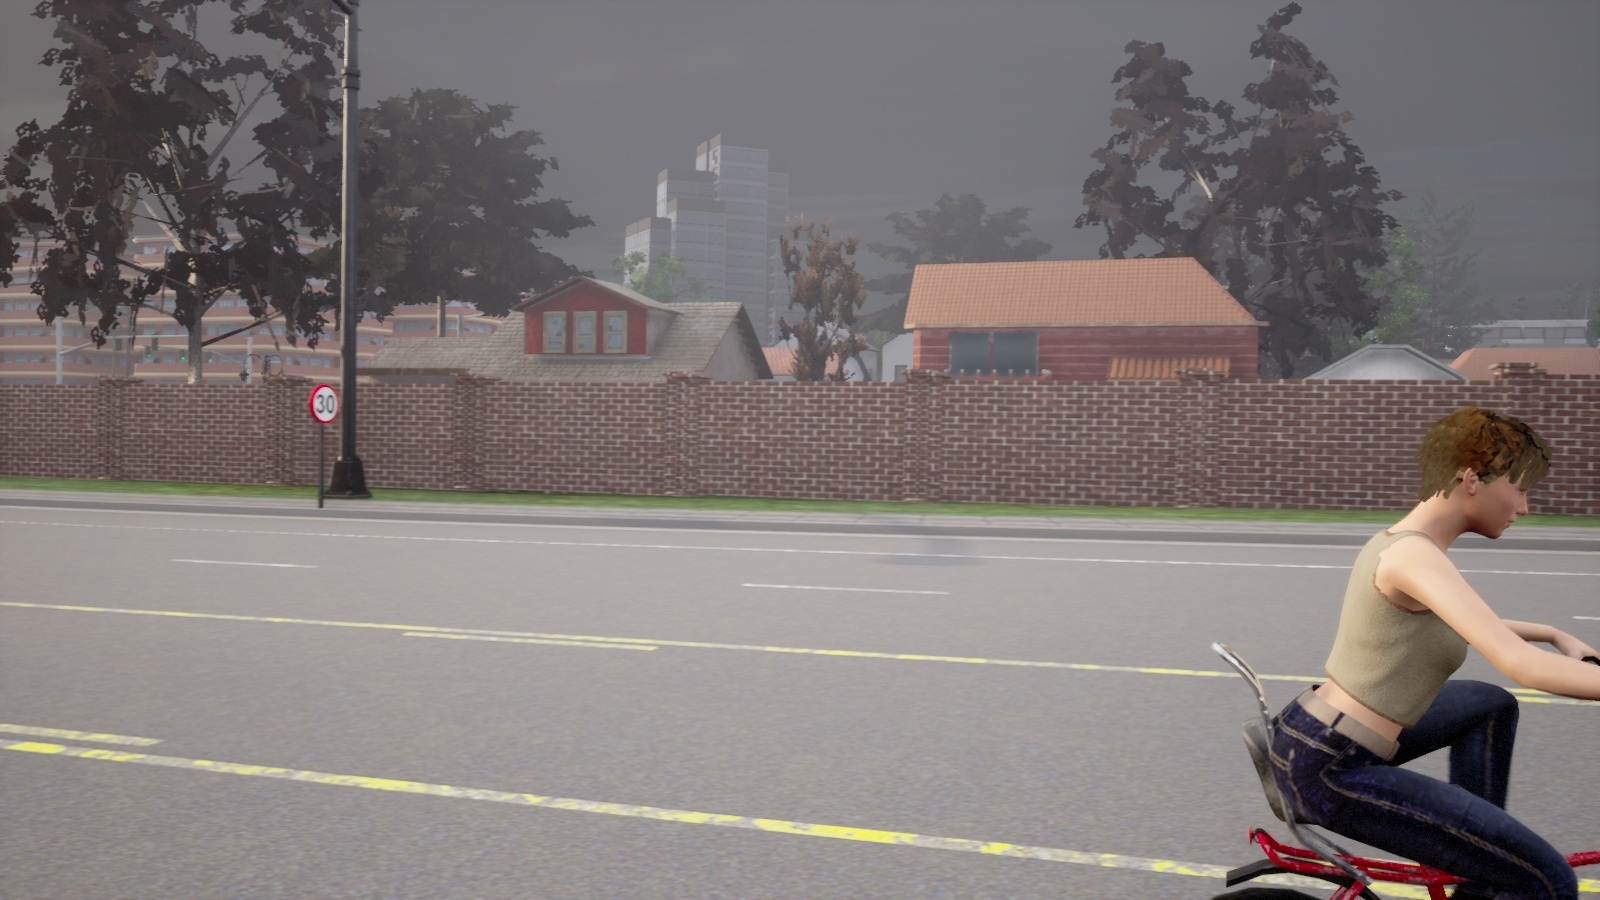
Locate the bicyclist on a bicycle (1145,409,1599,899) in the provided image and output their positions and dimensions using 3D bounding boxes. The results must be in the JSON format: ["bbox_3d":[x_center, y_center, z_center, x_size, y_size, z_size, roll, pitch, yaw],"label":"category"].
[{"bbox_3d":[1.539,0.726,2.670,1.509,1.612,0.866,1,1,18],"label":"bicyclist on a bicycle"}]
